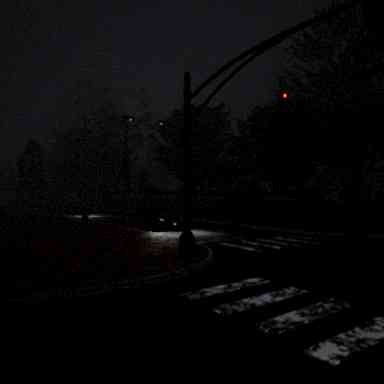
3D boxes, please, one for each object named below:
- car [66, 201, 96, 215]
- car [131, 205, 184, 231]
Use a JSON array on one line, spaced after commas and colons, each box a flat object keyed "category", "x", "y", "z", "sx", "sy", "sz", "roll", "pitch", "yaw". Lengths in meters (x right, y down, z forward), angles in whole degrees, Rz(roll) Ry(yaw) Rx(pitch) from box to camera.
[{"category": "car", "x": -11.739, "y": 1.614, "z": 34.834, "sx": 2.033, "sy": 1.411, "sz": 5.357, "roll": 0, "pitch": 0, "yaw": -34}, {"category": "car", "x": -2.276, "y": 1.554, "z": 20.975, "sx": 1.812, "sy": 1.442, "sz": 4.674, "roll": 0, "pitch": 0, "yaw": -34}]
